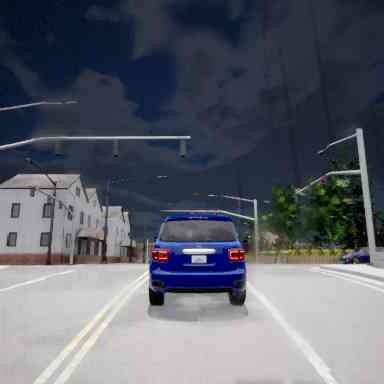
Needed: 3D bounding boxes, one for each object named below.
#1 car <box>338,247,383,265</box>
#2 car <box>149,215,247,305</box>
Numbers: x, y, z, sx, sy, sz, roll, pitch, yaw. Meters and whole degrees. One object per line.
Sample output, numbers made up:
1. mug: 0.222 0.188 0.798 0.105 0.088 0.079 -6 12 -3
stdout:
1. car: 15.447 5.654 29.568 4.553 1.767 2.097 0 -12 1
2. car: 0.085 1.759 9.276 2.150 2.045 5.566 0 -7 -1
